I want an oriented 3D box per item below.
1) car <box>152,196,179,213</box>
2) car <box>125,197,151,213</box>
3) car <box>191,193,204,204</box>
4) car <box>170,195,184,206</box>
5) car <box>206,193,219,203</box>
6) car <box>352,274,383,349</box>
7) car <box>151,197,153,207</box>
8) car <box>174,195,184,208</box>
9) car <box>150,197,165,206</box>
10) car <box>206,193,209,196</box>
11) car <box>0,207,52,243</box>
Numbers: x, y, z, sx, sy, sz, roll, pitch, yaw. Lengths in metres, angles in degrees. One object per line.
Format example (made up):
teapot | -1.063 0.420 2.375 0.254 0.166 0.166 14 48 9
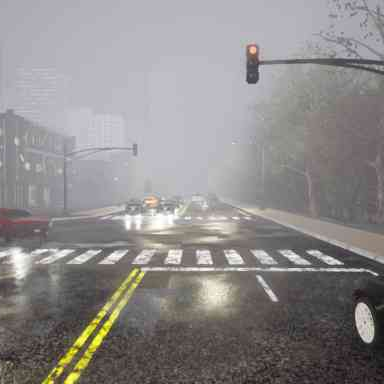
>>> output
car | -2.831 1.480 36.692 2.128 1.511 4.902 0 0 -2
car | -6.048 1.480 36.364 2.128 1.511 4.902 0 0 -1
car | 1.074 1.200 63.649 2.150 2.045 5.566 0 0 1
car | -2.473 1.332 56.490 2.097 1.767 4.553 0 0 1
car | 4.359 1.480 66.162 1.837 1.490 4.892 0 0 1
car | 3.396 1.477 3.207 1.882 1.535 5.008 0 0 1
car | -5.886 1.462 45.876 1.882 1.535 5.008 0 0 1
car | -2.631 1.476 46.199 2.128 1.511 4.902 0 0 1
car | -5.716 1.544 55.927 1.994 1.385 4.181 0 0 2
car | 4.419 1.195 76.625 2.150 2.045 5.566 0 0 1
car | -8.802 1.501 16.225 5.008 1.535 1.882 -2 -2 38
